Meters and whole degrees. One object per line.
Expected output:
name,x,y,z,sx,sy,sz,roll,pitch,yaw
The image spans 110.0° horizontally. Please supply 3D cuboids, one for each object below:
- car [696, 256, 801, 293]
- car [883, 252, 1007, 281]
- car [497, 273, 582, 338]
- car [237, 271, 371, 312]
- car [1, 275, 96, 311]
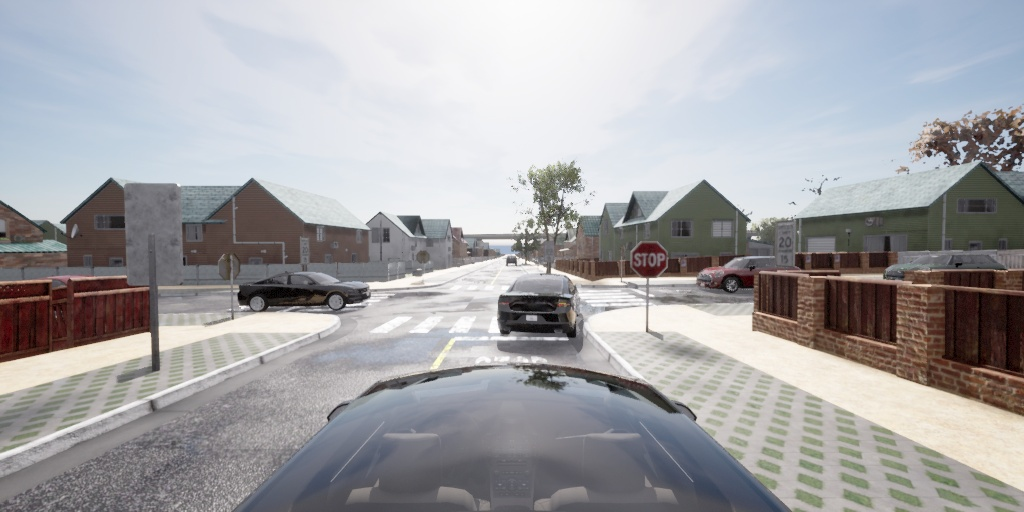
car,11.786,0.820,17.975,4.553,1.767,2.097,-1,2,0
car,21.681,0.645,18.059,4.553,1.767,2.097,-1,2,0
car,0.947,1.224,10.351,1.882,1.535,5.008,0,0,12
car,-8.485,1.376,14.866,5.008,1.535,1.882,-1,2,0
car,-18.038,1.546,14.791,5.008,1.535,1.882,-1,2,0
